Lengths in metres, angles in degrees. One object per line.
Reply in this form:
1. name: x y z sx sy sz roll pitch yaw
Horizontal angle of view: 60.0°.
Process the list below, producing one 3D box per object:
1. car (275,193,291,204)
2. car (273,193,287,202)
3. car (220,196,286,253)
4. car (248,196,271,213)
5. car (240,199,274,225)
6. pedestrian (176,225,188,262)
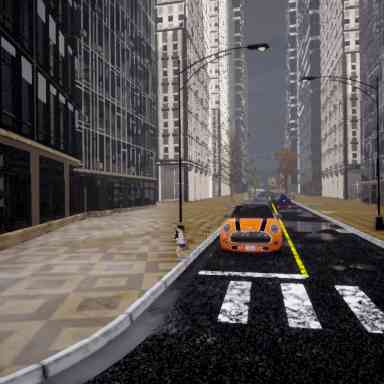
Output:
1. car: 12.742 0.941 46.531 1.812 1.442 4.674 -1 1 12
2. car: 14.863 0.847 56.192 2.033 1.411 5.357 -1 1 12
3. car: 2.371 1.207 13.006 2.097 1.767 4.553 -1 1 12
4. car: 6.841 1.160 33.338 2.033 1.411 5.357 -1 1 13
5. car: 4.561 1.284 22.955 2.033 1.411 5.357 -1 1 13
6. pedestrian: -0.269 1.439 9.612 0.500 1.100 0.500 0 0 12
